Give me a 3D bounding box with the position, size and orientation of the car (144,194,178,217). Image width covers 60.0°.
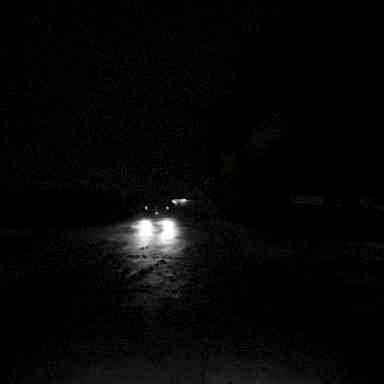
[{"bbox_3d":[-2.307,1.064,24.286,1.895,1.301,4.718,0,1,1],"label":"car"}]

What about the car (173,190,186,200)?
[{"bbox_3d":[-1.879,0.393,49.454,1.994,1.385,4.181,0,1,1],"label":"car"}]
